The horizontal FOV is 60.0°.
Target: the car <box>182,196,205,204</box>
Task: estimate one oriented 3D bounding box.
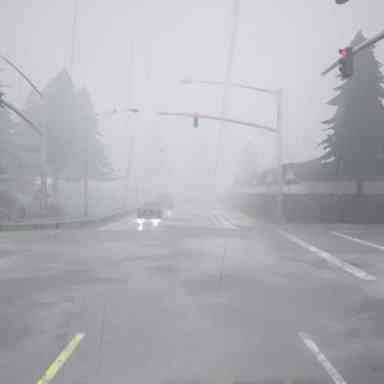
[{"bbox_3d":[0.311,1.433,61.215,4.892,1.490,1.837,1,-1,-42],"label":"car"}]

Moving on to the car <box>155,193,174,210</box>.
[{"bbox_3d":[-3.590,1.179,43.514,2.150,2.045,5.566,0,0,0],"label":"car"}]

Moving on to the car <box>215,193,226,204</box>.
[{"bbox_3d":[6.928,1.146,61.390,5.566,2.045,2.150,0,0,-22],"label":"car"}]

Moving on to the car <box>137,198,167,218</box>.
[{"bbox_3d":[-3.592,1.535,29.317,1.994,1.385,4.181,0,0,0],"label":"car"}]
